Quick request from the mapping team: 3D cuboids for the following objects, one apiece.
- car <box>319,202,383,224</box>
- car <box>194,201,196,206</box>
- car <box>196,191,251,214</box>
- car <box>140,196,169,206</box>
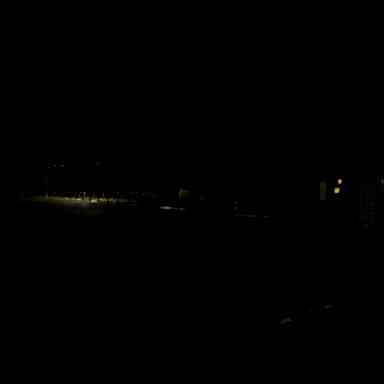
[{"bbox_3d":[10.653,1.388,21.892,1.812,1.442,4.674,1,0,-31],"label":"car"},{"bbox_3d":[2.267,1.055,38.775,2.097,1.767,4.553,1,0,-36],"label":"car"},{"bbox_3d":[3.215,0.950,32.482,2.150,2.045,5.566,1,1,-36],"label":"car"},{"bbox_3d":[-4.879,1.190,43.566,1.895,1.301,4.718,1,0,-36],"label":"car"}]
